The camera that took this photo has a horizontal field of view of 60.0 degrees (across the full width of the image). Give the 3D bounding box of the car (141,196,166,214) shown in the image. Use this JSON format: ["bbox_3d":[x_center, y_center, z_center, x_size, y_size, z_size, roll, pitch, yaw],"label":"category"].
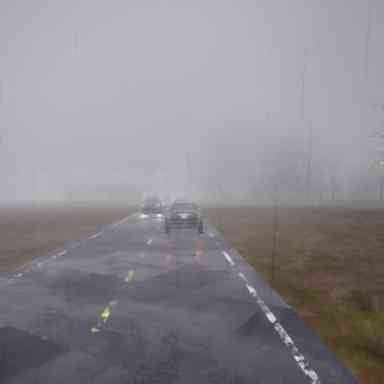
[{"bbox_3d":[-4.281,1.362,35.853,2.097,1.767,4.553,0,0,-2],"label":"car"}]

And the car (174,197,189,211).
[{"bbox_3d":[-1.349,1.483,42.811,1.882,1.535,5.008,0,0,-2],"label":"car"}]

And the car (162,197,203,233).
[{"bbox_3d":[-0.493,1.354,19.816,2.097,1.767,4.553,0,0,-2],"label":"car"}]
